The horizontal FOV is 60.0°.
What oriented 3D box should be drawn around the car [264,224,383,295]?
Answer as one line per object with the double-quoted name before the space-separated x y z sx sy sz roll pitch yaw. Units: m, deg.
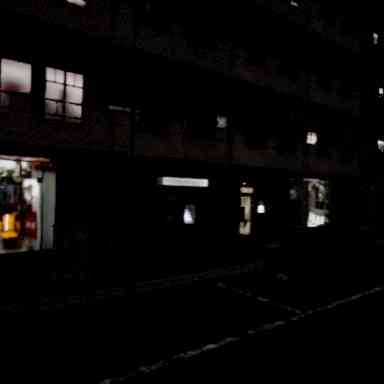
"car" 3.839 1.571 8.820 4.313 1.339 1.947 0 1 -35
